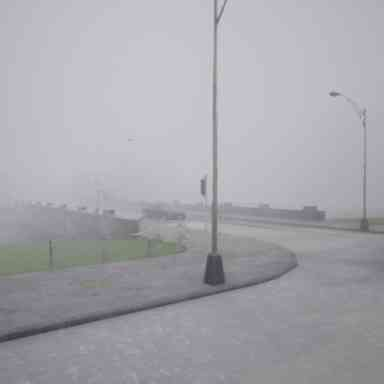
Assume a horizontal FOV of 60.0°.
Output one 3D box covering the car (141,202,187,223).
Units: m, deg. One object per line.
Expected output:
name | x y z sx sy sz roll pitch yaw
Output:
car | -2.330 1.577 27.002 1.882 1.535 5.008 0 0 -36
